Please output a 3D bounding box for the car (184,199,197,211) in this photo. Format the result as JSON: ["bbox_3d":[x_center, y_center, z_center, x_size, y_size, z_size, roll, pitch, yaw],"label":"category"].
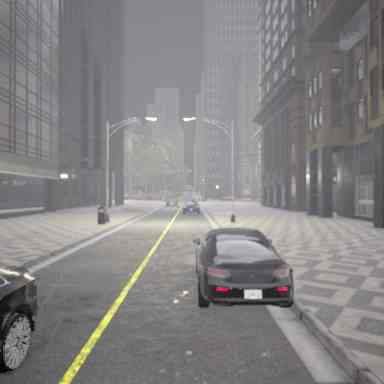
[{"bbox_3d":[-0.181,1.754,47.138,1.837,1.490,4.892,0,0,0],"label":"car"}]

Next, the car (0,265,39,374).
[{"bbox_3d":[-3.111,1.507,2.849,2.128,1.511,4.902,0,0,0],"label":"car"}]

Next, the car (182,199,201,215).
[{"bbox_3d":[-0.075,1.722,37.255,1.812,1.442,4.674,0,0,0],"label":"car"}]

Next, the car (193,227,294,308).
[{"bbox_3d":[1.019,1.568,7.903,1.812,1.442,4.674,0,0,0],"label":"car"}]

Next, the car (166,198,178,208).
[{"bbox_3d":[-3.225,1.779,54.132,2.128,1.511,4.902,0,0,0],"label":"car"}]
